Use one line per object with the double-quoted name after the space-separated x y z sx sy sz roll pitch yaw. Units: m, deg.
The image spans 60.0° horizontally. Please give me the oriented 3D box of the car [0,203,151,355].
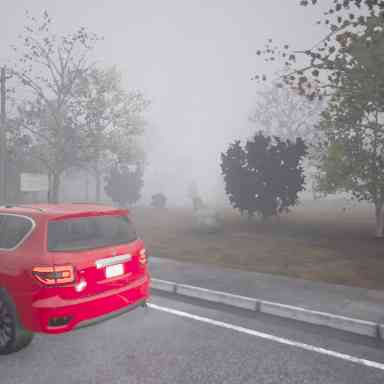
-3.298 1.226 6.333 5.566 2.045 2.150 0 0 35 "car"
